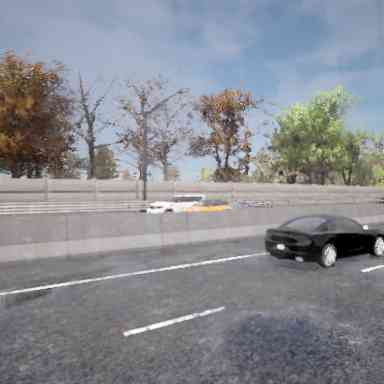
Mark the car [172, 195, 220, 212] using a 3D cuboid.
[{"bbox_3d":[1.118,1.376,26.279,4.553,1.767,2.097,0,0,-35],"label":"car"}]

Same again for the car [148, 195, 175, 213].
[{"bbox_3d":[-1.080,1.245,29.012,5.566,2.045,2.150,0,0,-35],"label":"car"}]

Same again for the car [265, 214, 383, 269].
[{"bbox_3d":[4.668,1.493,11.371,5.008,1.535,1.882,0,0,-35],"label":"car"}]

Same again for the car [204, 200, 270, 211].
[{"bbox_3d":[3.600,1.517,23.751,4.902,1.511,2.128,0,0,-35],"label":"car"}]
